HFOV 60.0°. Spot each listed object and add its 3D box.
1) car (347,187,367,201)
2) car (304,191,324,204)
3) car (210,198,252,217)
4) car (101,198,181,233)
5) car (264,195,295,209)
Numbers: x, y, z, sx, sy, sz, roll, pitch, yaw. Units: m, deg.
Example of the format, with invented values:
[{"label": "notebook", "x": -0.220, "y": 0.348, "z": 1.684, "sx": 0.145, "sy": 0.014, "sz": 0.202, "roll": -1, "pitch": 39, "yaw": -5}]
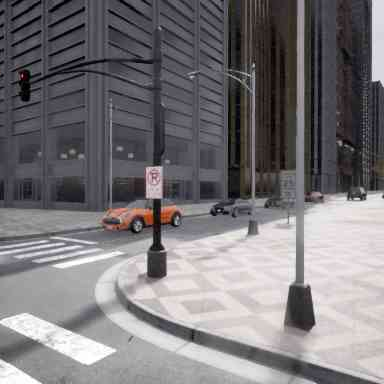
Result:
[{"label": "car", "x": 25.564, "y": 0.275, "z": 51.582, "sx": 2.150, "sy": 2.045, "sz": 5.566, "roll": 0, "pitch": 1, "yaw": 35}, {"label": "car", "x": 15.667, "y": 0.711, "z": 43.195, "sx": 1.882, "sy": 1.535, "sz": 5.008, "roll": 0, "pitch": 2, "yaw": 36}, {"label": "car", "x": 3.148, "y": 1.140, "z": 25.845, "sx": 1.994, "sy": 1.385, "sz": 4.181, "roll": 0, "pitch": 1, "yaw": 36}, {"label": "car", "x": -2.617, "y": 1.094, "z": 17.880, "sx": 2.097, "sy": 1.767, "sz": 4.553, "roll": 0, "pitch": 1, "yaw": 37}, {"label": "car", "x": 8.948, "y": 0.978, "z": 33.928, "sx": 1.994, "sy": 1.385, "sz": 4.181, "roll": 0, "pitch": 1, "yaw": 35}]
